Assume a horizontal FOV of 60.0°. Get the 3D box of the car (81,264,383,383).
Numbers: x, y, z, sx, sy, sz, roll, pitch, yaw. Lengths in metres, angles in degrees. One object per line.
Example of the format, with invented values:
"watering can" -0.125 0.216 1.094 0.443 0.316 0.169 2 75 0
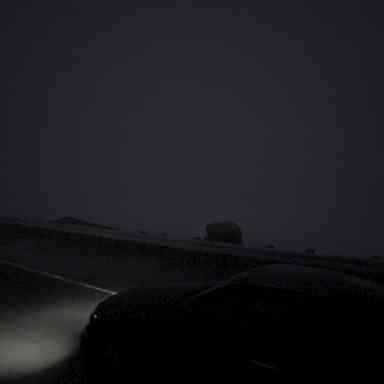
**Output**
"car" 0.838 1.525 3.463 4.674 1.442 1.812 0 0 36
